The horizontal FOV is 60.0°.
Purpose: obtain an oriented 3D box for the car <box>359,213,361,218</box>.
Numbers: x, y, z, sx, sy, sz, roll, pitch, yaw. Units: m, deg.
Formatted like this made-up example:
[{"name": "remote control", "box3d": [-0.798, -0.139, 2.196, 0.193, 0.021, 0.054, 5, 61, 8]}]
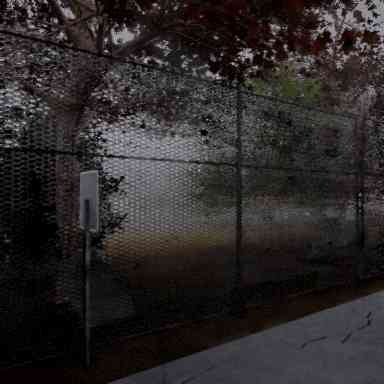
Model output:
[{"name": "car", "box3d": [30.105, 5.095, 59.767, 2.185, 1.767, 4.553, -1, 0, 36]}]
